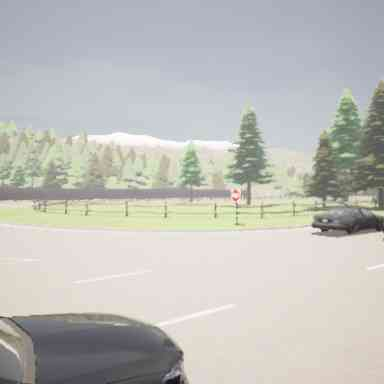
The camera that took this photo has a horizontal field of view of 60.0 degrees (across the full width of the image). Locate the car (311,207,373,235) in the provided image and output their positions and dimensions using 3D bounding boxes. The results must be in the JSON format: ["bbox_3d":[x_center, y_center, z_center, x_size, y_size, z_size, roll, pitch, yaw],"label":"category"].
[{"bbox_3d":[8.947,1.542,18.724,5.357,1.411,2.033,0,0,-35],"label":"car"}]

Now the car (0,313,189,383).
[{"bbox_3d":[-2.170,1.526,2.197,4.674,1.442,1.812,0,0,-35],"label":"car"}]

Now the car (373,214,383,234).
[{"bbox_3d":[10.789,1.521,15.738,4.674,1.442,1.812,0,0,-35],"label":"car"}]
